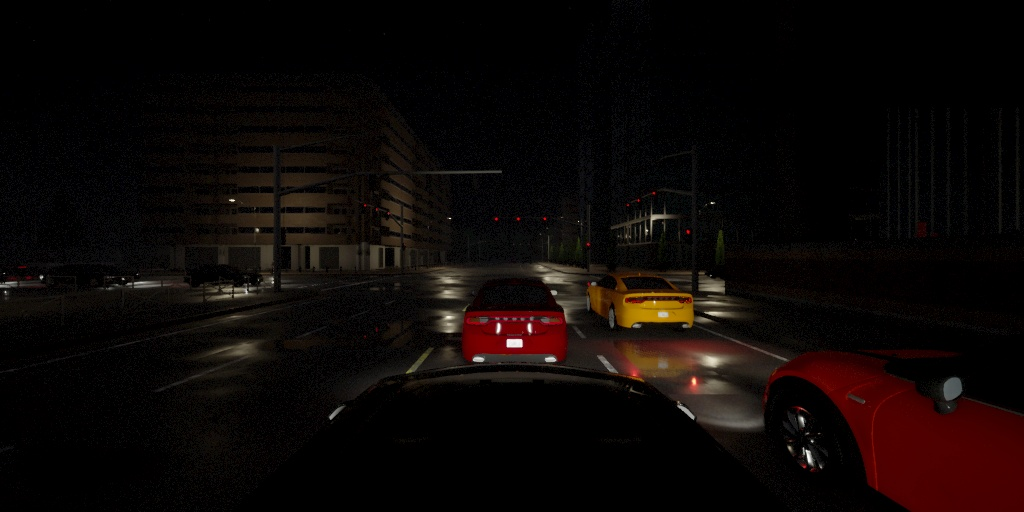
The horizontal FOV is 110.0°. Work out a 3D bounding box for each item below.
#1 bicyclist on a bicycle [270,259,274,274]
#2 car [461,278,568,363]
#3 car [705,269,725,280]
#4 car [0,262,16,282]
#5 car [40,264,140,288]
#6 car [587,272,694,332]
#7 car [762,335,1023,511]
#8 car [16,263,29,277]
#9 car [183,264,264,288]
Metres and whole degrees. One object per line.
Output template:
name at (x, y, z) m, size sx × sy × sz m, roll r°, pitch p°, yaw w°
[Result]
bicyclist on a bicycle at (-25.531, 1.106, 38.680) m, size 0.582 × 1.620 × 1.656 m, roll 0°, pitch 0°, yaw 0°
car at (0.060, 1.228, 8.144) m, size 1.882 × 1.535 × 5.008 m, roll 0°, pitch 0°, yaw 0°
car at (19.527, 1.406, 31.220) m, size 4.718 × 1.301 × 1.895 m, roll 0°, pitch 0°, yaw 0°
car at (-42.245, 1.331, 27.780) m, size 4.674 × 1.442 × 1.812 m, roll 0°, pitch 0°, yaw 0°
car at (-28.665, 1.310, 24.210) m, size 4.892 × 1.490 × 1.837 m, roll 0°, pitch 0°, yaw 0°
car at (3.579, 1.228, 10.918) m, size 1.882 × 1.535 × 5.008 m, roll 0°, pitch 0°, yaw 0°
car at (3.600, 1.102, 1.772) m, size 2.097 × 1.767 × 4.553 m, roll 0°, pitch 0°, yaw 0°
car at (-50.342, 1.297, 34.947) m, size 4.902 × 1.511 × 2.128 m, roll 0°, pitch 0°, yaw 1°
car at (-19.425, 1.331, 24.192) m, size 4.674 × 1.442 × 1.812 m, roll 0°, pitch 0°, yaw 0°
